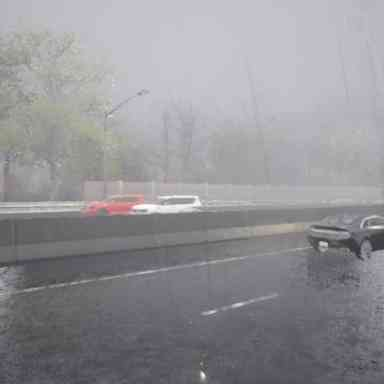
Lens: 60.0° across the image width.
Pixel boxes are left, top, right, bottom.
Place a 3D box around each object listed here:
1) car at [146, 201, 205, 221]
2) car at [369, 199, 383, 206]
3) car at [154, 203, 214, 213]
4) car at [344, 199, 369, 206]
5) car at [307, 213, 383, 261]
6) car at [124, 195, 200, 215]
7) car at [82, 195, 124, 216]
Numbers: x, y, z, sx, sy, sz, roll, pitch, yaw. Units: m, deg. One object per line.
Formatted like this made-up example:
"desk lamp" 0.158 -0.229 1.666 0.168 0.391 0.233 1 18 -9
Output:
"car" -1.361 1.579 28.810 4.892 1.490 1.837 -1 1 -35
"car" 29.614 1.780 50.853 5.008 1.535 1.882 0 0 -35
"car" 0.053 1.625 21.225 4.181 1.385 1.994 0 0 -35
"car" 26.478 1.841 52.897 5.357 1.411 2.033 0 0 -35
"car" 6.405 1.553 12.613 4.902 1.511 2.128 0 0 -35
"car" -1.761 1.284 24.229 5.566 2.045 2.150 0 0 -35
"car" -6.547 1.278 28.636 5.566 2.045 2.150 0 0 -38
